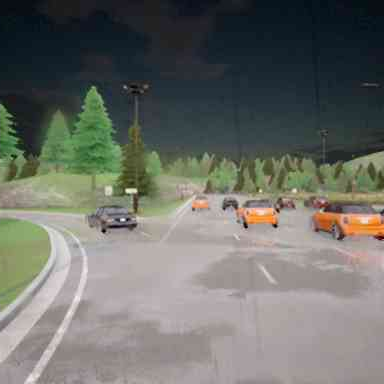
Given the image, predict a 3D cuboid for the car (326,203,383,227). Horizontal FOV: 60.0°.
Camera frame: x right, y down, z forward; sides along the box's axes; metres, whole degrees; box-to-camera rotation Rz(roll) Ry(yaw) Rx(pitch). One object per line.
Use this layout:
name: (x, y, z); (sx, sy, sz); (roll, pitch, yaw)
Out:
car: (11.218, 1.523, 23.285); (1.895, 1.301, 4.718); (0, 0, 1)

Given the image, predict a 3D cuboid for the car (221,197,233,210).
car: (4.641, 1.421, 41.065); (1.837, 1.490, 4.892); (0, 0, 1)

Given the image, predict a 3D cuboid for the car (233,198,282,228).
car: (4.185, 1.301, 22.011); (2.097, 1.767, 4.553); (0, 0, 1)

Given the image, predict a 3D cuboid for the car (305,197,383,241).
car: (7.555, 1.298, 16.586); (2.097, 1.767, 4.553); (0, 0, 1)

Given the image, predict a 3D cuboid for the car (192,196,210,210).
car: (1.134, 1.281, 40.778); (2.097, 1.767, 4.553); (0, 0, 1)

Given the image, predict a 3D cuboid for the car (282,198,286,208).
car: (8.008, 1.461, 35.421); (2.033, 1.411, 5.357); (0, 0, 1)

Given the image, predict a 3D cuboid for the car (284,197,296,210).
car: (11.663, 1.416, 41.922); (1.812, 1.442, 4.674); (0, 0, 1)

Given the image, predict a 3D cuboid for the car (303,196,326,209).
car: (15.129, 1.233, 40.445); (2.097, 1.767, 4.553); (0, 0, 1)

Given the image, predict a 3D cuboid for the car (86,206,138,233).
car: (-4.890, 1.532, 19.809); (2.033, 1.411, 5.357); (0, 0, -29)
